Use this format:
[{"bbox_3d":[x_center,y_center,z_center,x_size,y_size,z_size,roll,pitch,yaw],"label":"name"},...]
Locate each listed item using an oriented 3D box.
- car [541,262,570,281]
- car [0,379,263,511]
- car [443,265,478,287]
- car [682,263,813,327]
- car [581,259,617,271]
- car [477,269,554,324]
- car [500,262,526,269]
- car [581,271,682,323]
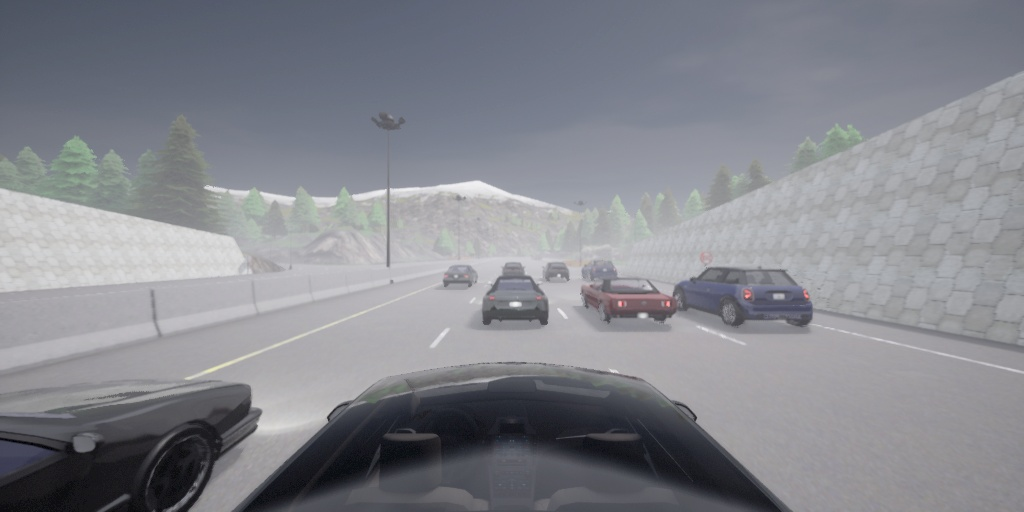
[{"bbox_3d":[3.597,1.238,29.838,1.837,1.490,4.892,0,0,0],"label":"car"},{"bbox_3d":[-3.399,1.298,1.064,2.033,1.411,5.357,0,0,0],"label":"car"},{"bbox_3d":[-3.401,1.284,24.293,2.033,1.411,5.357,0,0,0],"label":"car"},{"bbox_3d":[7.099,1.096,11.664,2.097,1.767,4.553,0,0,0],"label":"car"},{"bbox_3d":[7.099,1.085,29.540,2.097,1.767,4.553,0,0,0],"label":"car"},{"bbox_3d":[0.099,1.308,11.953,1.994,1.385,4.181,0,0,0],"label":"car"},{"bbox_3d":[0.099,1.238,29.825,1.837,1.490,4.892,0,0,0],"label":"car"},{"bbox_3d":[3.600,1.345,12.064,1.895,1.301,4.718,0,0,0],"label":"car"}]
